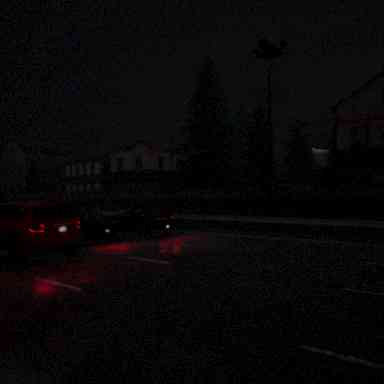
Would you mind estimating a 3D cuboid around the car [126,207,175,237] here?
[{"bbox_3d":[-3.253,1.644,19.106,4.902,1.511,2.128,-1,0,36],"label":"car"}]

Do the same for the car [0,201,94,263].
[{"bbox_3d":[-6.560,1.365,12.856,5.566,2.045,2.150,0,0,36],"label":"car"}]

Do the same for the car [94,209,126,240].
[{"bbox_3d":[-5.874,1.636,16.685,5.008,1.535,1.882,0,0,36],"label":"car"}]

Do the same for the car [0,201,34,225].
[{"bbox_3d":[-15.404,1.666,27.767,4.553,1.767,2.097,-1,-1,36],"label":"car"}]
